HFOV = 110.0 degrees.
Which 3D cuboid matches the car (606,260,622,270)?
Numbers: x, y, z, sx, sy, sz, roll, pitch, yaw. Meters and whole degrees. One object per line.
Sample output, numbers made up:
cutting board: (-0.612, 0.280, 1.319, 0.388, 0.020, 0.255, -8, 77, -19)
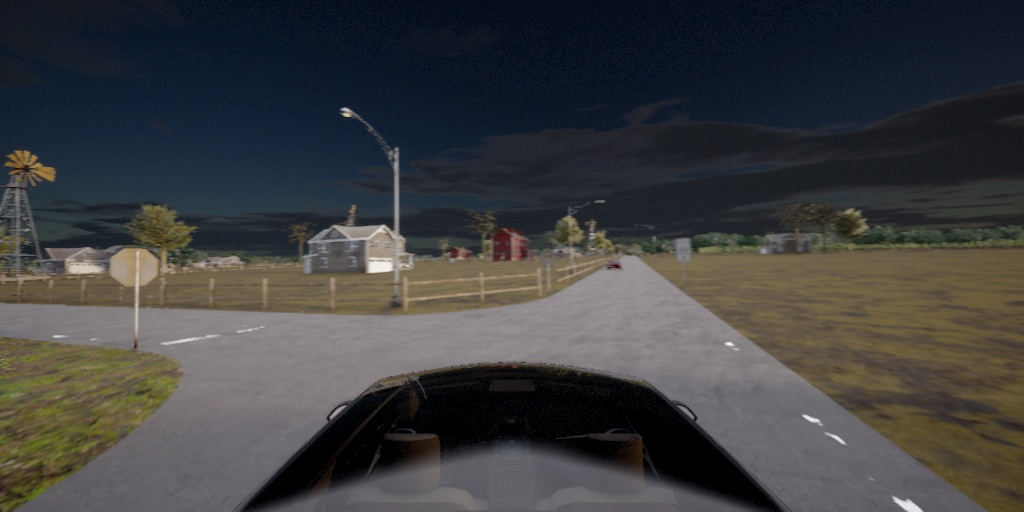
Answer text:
car: (13.435, 1.159, 47.185, 1.895, 1.301, 4.718, -2, 0, 18)
